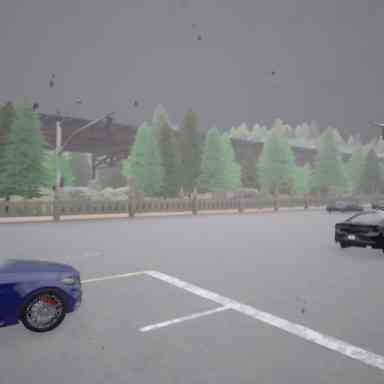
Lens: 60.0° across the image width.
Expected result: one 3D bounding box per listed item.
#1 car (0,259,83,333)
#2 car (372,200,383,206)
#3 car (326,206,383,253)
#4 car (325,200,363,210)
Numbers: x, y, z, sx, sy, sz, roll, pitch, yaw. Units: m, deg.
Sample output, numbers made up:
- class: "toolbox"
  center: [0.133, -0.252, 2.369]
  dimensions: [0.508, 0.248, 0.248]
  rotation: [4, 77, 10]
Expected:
- class: "car"
  center: [-4.115, 1.525, 5.110]
  dimensions: [4.674, 1.442, 1.812]
  rotation: [0, 0, -35]
- class: "car"
  center: [22.694, 1.637, 37.372]
  dimensions: [4.892, 1.490, 1.837]
  rotation: [0, 0, -35]
- class: "car"
  center: [7.882, 1.525, 13.669]
  dimensions: [5.008, 1.535, 1.882]
  rotation: [0, 0, -35]
- class: "car"
  center: [17.525, 1.667, 37.987]
  dimensions: [5.357, 1.411, 2.033]
  rotation: [0, 0, -35]
